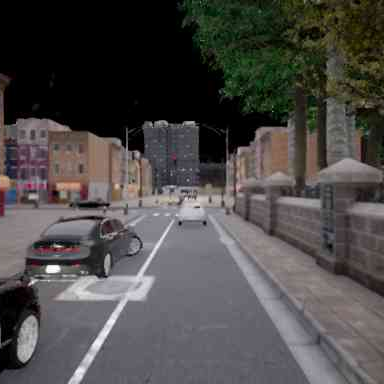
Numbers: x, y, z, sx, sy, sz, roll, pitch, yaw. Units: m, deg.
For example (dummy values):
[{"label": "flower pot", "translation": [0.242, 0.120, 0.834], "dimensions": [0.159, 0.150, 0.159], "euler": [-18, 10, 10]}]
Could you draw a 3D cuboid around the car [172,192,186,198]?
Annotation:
[{"label": "car", "translation": [-2.630, 0.972, 55.027], "dimensions": [2.192, 1.841, 5.009], "euler": [0, 0, 0]}]

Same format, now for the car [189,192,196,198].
[{"label": "car", "translation": [0.016, 0.777, 90.549], "dimensions": [1.882, 1.535, 5.008], "euler": [0, 0, 0]}]

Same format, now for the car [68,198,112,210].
[{"label": "car", "translation": [-11.770, 1.349, 38.604], "dimensions": [4.718, 1.301, 1.895], "euler": [-1, 1, -6]}]

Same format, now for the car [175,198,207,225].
[{"label": "car", "translation": [0.035, 1.381, 22.432], "dimensions": [1.812, 1.442, 4.674], "euler": [0, 0, 0]}]

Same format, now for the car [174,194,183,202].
[{"label": "car", "translation": [-2.628, 1.119, 65.763], "dimensions": [1.752, 1.417, 4.829], "euler": [0, 0, 0]}]

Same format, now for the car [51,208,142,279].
[{"label": "car", "translation": [-2.938, 1.442, 9.816], "dimensions": [1.837, 1.490, 4.892], "euler": [0, 1, 4]}]

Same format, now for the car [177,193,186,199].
[{"label": "car", "translation": [-2.625, 1.048, 82.289], "dimensions": [2.008, 1.369, 4.403], "euler": [0, 0, 0]}]

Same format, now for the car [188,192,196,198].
[{"label": "car", "translation": [0.014, 0.856, 80.514], "dimensions": [2.097, 1.767, 4.553], "euler": [0, 0, 0]}]

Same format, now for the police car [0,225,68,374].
[{"label": "police car", "translation": [-3.008, 1.406, 2.750], "dimensions": [1.930, 1.638, 5.238], "euler": [0, 0, 0]}]

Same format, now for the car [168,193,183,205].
[{"label": "car", "translation": [-2.631, 1.216, 49.407], "dimensions": [1.752, 1.417, 4.829], "euler": [0, 0, 0]}]
